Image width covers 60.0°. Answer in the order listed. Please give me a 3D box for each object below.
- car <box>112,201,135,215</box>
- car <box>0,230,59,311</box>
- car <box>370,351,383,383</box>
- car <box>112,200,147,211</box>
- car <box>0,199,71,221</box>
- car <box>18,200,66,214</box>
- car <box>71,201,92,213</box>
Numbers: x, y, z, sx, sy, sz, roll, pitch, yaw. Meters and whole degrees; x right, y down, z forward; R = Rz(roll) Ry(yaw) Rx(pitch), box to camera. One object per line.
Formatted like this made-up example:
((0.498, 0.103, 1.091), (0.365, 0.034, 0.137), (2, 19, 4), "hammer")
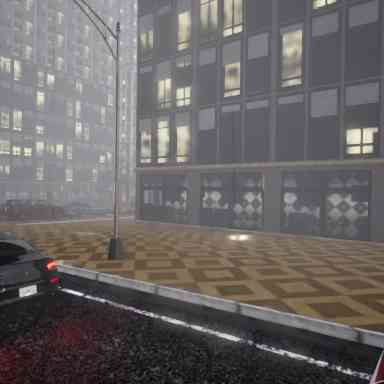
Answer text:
((-6.994, 1.830, 38.448), (1.752, 1.417, 4.829), (1, 0, 36), "car")
((-4.674, 1.522, 7.001), (4.674, 1.442, 1.812), (0, 0, 35), "car")
((3.219, 1.353, 1.393), (4.553, 1.767, 2.097), (0, 0, 35), "car")
((-8.587, 1.858, 46.027), (1.895, 1.301, 4.718), (1, 0, 36), "car")
((-13.780, 1.519, 29.228), (2.192, 1.841, 5.009), (1, 0, 36), "car")
((-17.290, 1.643, 38.599), (1.752, 1.417, 4.829), (1, 0, 36), "car")
((-13.874, 1.743, 38.848), (1.994, 1.385, 4.181), (1, 0, 37), "car")
